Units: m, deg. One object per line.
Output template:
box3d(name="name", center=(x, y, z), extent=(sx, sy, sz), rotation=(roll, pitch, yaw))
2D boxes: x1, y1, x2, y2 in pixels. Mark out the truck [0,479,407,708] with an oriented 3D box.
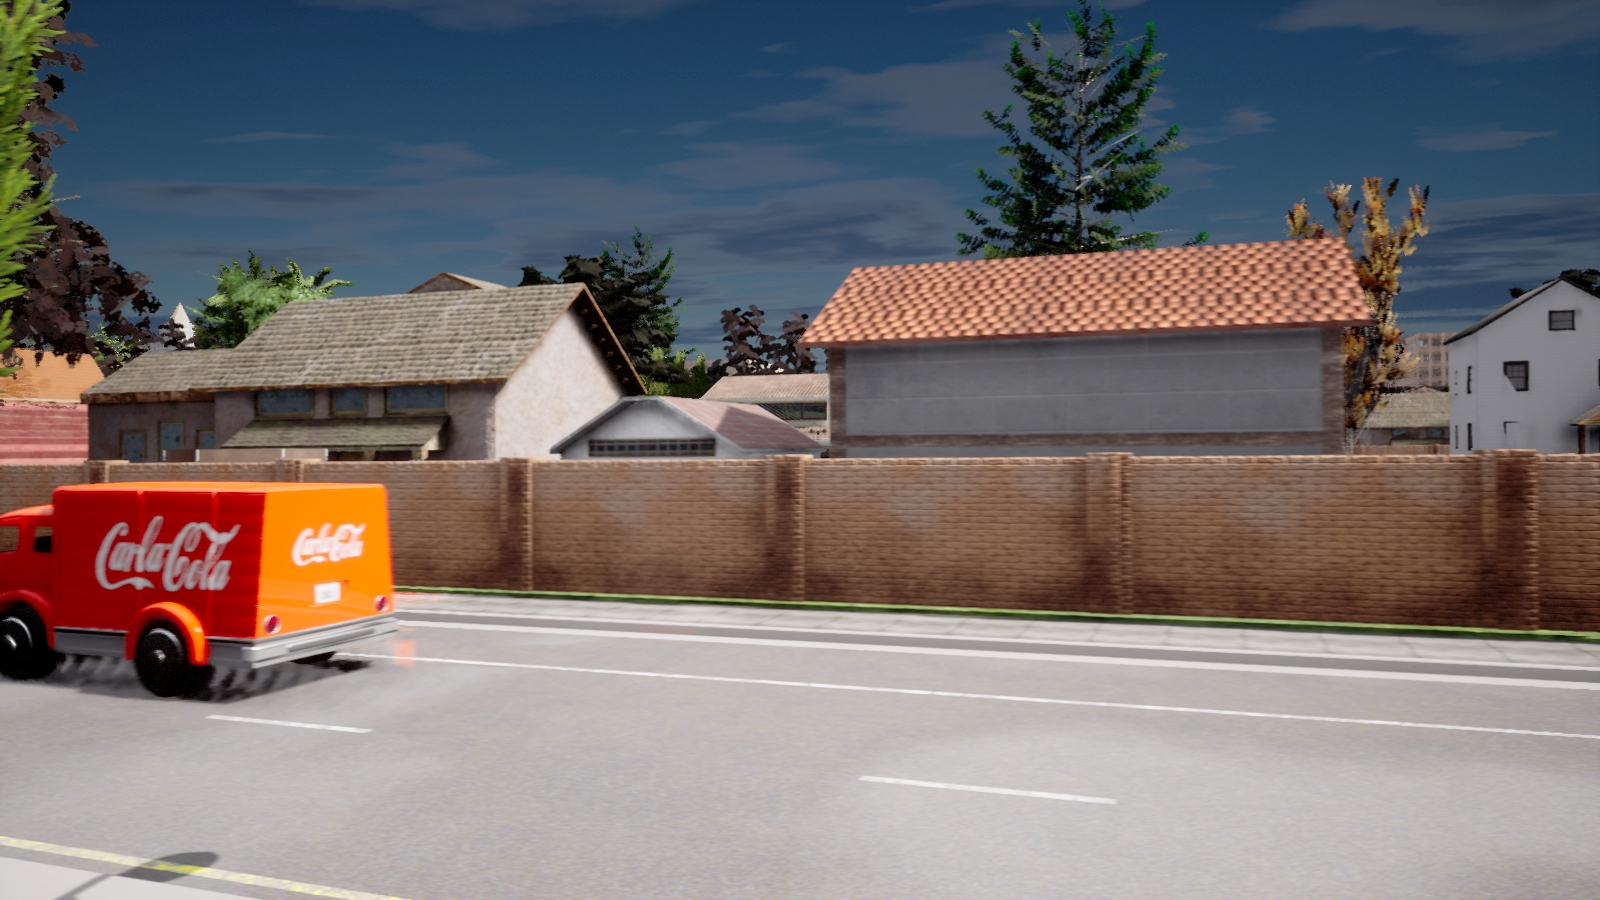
box3d(name="truck", center=(-8.102, 1.640, 14.772), extent=(5.204, 2.467, 2.627), rotation=(-1, 0, 20))
